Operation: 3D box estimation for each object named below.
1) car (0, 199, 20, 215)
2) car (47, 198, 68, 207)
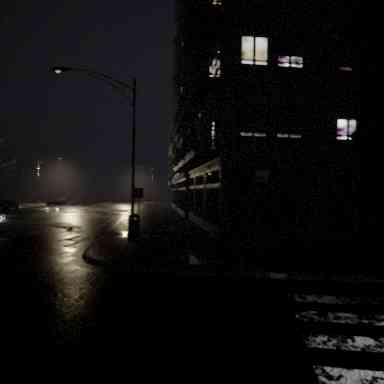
[{"bbox_3d":[-19.104,1.472,33.743,1.812,1.442,4.674,1,0,-6],"label":"car"},{"bbox_3d":[-20.933,1.601,51.724,1.895,1.301,4.718,1,0,-6],"label":"car"}]
